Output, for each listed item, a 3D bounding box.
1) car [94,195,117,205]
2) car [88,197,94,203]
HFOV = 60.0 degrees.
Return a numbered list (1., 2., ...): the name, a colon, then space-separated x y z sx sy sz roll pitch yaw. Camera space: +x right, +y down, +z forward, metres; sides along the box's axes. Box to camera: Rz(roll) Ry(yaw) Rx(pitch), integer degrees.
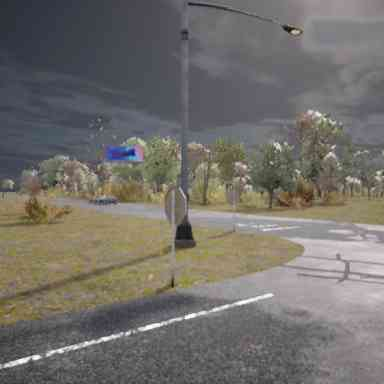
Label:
1. car: -14.240 1.230 55.816 2.097 1.767 4.553 0 0 -33
2. car: -17.249 1.469 60.237 1.895 1.301 4.718 0 0 -34
